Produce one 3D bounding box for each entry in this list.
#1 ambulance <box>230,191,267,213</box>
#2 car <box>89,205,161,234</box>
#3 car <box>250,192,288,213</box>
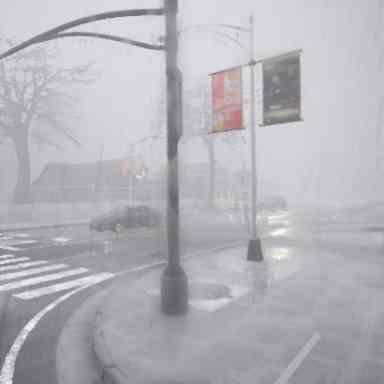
[{"bbox_3d":[6.989,1.166,40.923,2.351,2.431,6.366,-1,-1,36],"label":"ambulance"},{"bbox_3d":[-3.967,1.603,20.386,1.837,1.490,4.892,-1,-1,36],"label":"car"},{"bbox_3d":[9.286,1.311,38.688,2.150,2.045,5.566,-1,0,36],"label":"car"}]
